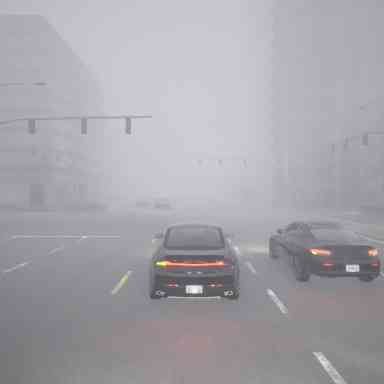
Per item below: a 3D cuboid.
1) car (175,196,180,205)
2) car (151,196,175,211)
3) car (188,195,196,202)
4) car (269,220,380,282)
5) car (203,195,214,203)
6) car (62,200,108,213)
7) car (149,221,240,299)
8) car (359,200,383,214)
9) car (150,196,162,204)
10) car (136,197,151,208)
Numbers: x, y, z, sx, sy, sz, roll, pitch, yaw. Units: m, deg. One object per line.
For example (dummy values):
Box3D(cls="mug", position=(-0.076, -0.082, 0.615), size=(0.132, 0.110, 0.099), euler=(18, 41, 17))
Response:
Box3D(cls="car", position=(-3.557, 1.547, 57.227), size=(2.033, 1.411, 5.357), euler=(0, 0, 0))
Box3D(cls="car", position=(-3.583, 1.477, 41.431), size=(1.882, 1.535, 5.008), euler=(0, 0, 0))
Box3D(cls="car", position=(0.025, 1.364, 73.917), size=(2.128, 1.511, 4.902), euler=(0, 0, 0))
Box3D(cls="car", position=(3.567, 1.526, 9.664), size=(1.812, 1.442, 4.674), euler=(0, 0, 0))
Box3D(cls="car", position=(3.567, 1.502, 71.151), size=(1.837, 1.490, 4.892), euler=(0, 0, 0))
Box3D(cls="car", position=(-11.910, 1.601, 36.924), size=(4.718, 1.301, 1.895), euler=(0, 0, -29))
Box3D(cls="car", position=(0.061, 1.505, 8.409), size=(1.837, 1.490, 4.892), euler=(0, 0, 0))
Box3D(cls="car", position=(20.858, 1.547, 35.520), size=(5.357, 1.411, 2.033), euler=(0, 0, 1))
Box3D(cls="car", position=(-7.019, 1.564, 65.000), size=(1.994, 1.385, 4.181), euler=(0, 0, 1))
Box3D(cls="car", position=(-7.078, 1.477, 49.553), size=(1.882, 1.535, 5.008), euler=(0, 0, 0))
